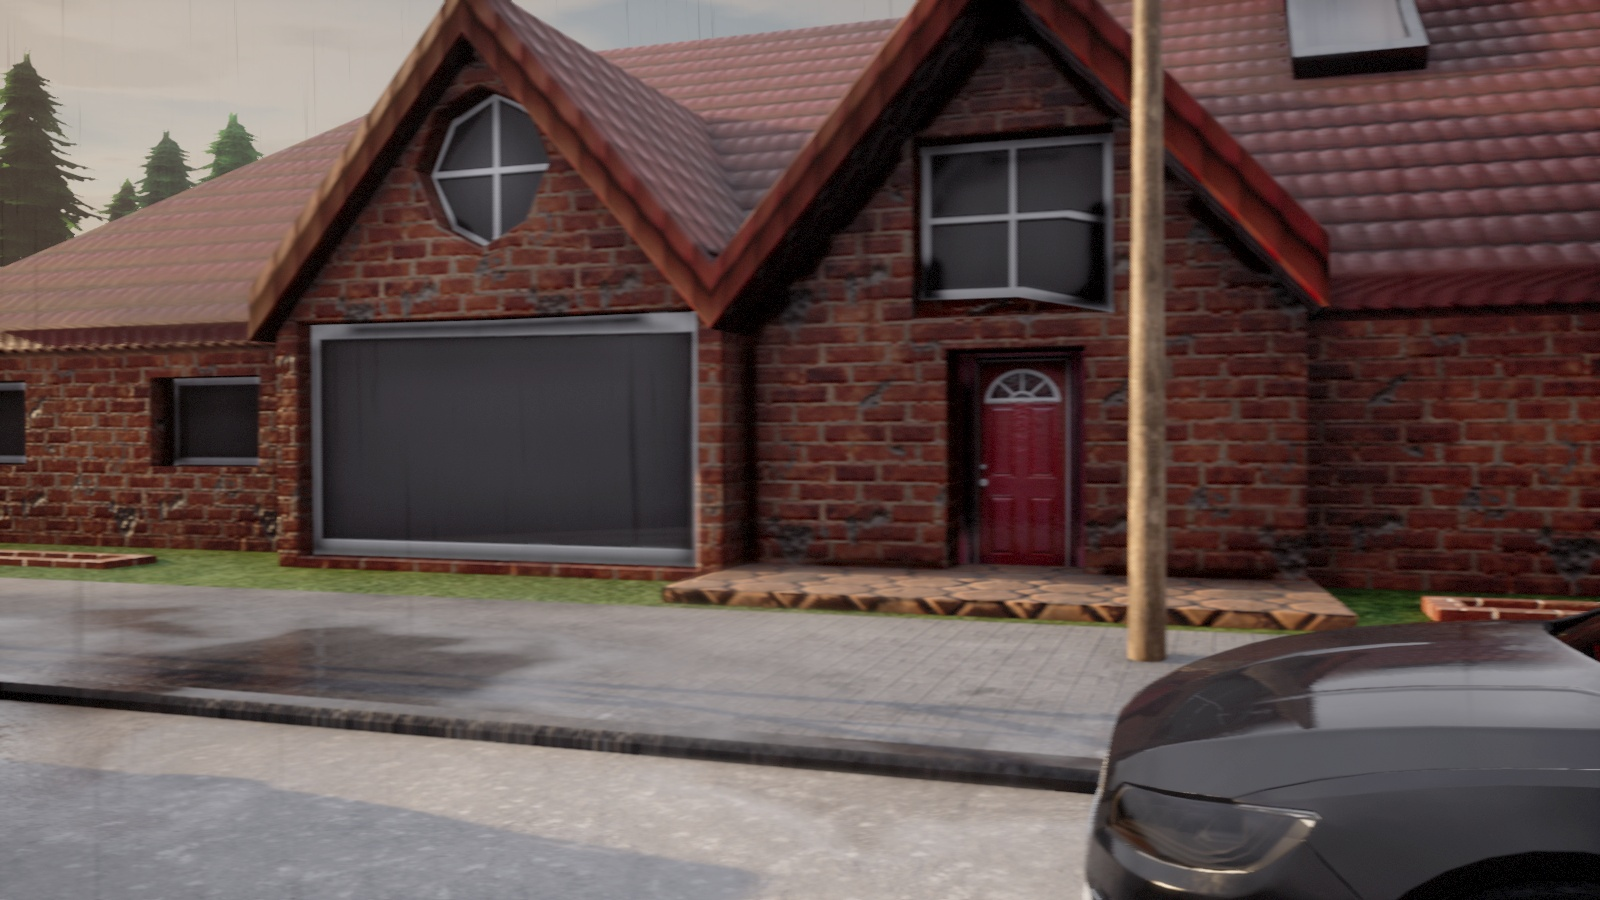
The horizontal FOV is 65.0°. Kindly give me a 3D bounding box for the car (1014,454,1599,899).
[{"bbox_3d":[3.054,0.800,2.694,4.892,1.490,1.837,1,1,18],"label":"car"}]
